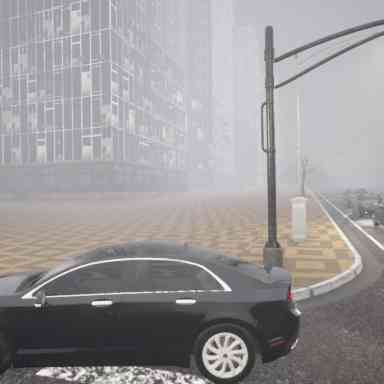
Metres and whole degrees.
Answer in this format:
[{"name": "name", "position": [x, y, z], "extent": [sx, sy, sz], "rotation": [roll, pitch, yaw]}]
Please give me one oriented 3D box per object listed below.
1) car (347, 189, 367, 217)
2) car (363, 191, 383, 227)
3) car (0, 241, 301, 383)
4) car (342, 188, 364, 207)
[{"name": "car", "position": [11.196, 0.759, 20.631], "extent": [1.994, 1.385, 4.181], "rotation": [-1, 2, 17]}, {"name": "car", "position": [9.124, 0.928, 14.345], "extent": [2.128, 1.511, 4.902], "rotation": [-1, 2, 18]}, {"name": "car", "position": [-1.002, 1.505, 4.746], "extent": [4.892, 1.490, 1.837], "rotation": [0, 0, 0]}, {"name": "car", "position": [13.213, 0.454, 26.688], "extent": [2.128, 1.511, 4.902], "rotation": [-1, 2, 18]}]
